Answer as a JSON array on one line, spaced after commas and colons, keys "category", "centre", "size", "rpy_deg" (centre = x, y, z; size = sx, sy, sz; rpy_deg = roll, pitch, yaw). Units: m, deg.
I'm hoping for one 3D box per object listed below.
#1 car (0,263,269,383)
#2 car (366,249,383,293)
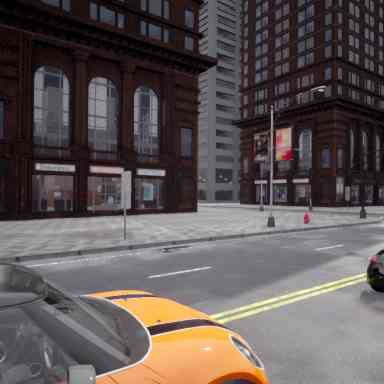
[{"category": "car", "centre": [-1.525, 1.352, 2.351], "size": [4.553, 1.767, 2.097], "rpy_deg": [0, 0, -36]}, {"category": "car", "centre": [5.903, 1.576, 7.670], "size": [4.181, 1.385, 1.994], "rpy_deg": [0, 0, -35]}]
